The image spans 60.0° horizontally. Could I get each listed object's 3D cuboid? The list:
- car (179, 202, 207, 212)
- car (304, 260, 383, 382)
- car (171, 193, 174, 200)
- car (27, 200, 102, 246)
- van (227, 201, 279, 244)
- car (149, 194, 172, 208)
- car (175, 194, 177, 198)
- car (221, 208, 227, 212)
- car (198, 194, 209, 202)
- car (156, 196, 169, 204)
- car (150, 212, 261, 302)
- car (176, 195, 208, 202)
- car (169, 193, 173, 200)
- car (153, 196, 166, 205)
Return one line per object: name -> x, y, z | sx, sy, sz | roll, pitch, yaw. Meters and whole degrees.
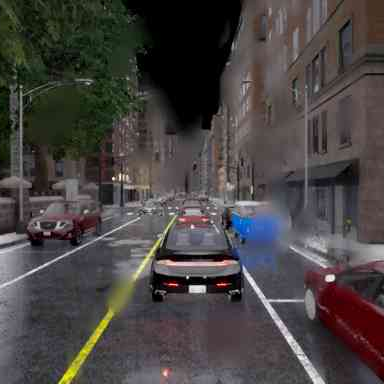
car -> 0.097, 1.519, 18.523 | 1.812, 1.442, 4.674 | 0, 0, 0
car -> 2.854, 1.544, 4.252 | 1.887, 1.381, 4.507 | 0, 0, 0
car -> -5.696, 1.491, 75.571 | 1.887, 1.381, 4.507 | 0, 0, 0
car -> -5.675, 1.310, 15.530 | 2.192, 1.841, 5.009 | 0, 0, 0
van -> 2.850, 1.336, 15.573 | 1.690, 1.788, 3.998 | 0, 0, 0
car -> -3.009, 1.127, 26.028 | 2.128, 1.511, 4.902 | 0, 0, 0
car -> -5.700, 1.496, 86.472 | 2.008, 1.369, 4.403 | 0, 0, 0
car -> 2.849, 1.557, 21.233 | 1.947, 1.339, 4.313 | 0, 0, 0
car -> 2.829, 1.386, 75.610 | 1.967, 1.590, 4.097 | 0, 0, 0
car -> -5.692, 1.502, 64.669 | 2.008, 1.369, 4.403 | 0, 0, 0
car -> 0.097, 1.490, 8.261 | 2.128, 1.511, 4.902 | 0, 0, 0
car -> 0.039, 1.338, 27.480 | 2.097, 1.767, 4.553 | 0, 0, 2
car -> -5.694, 1.493, 70.120 | 1.887, 1.381, 4.507 | 0, 0, 0
car -> -5.690, 1.480, 59.048 | 1.752, 1.417, 4.829 | 0, 0, 0
